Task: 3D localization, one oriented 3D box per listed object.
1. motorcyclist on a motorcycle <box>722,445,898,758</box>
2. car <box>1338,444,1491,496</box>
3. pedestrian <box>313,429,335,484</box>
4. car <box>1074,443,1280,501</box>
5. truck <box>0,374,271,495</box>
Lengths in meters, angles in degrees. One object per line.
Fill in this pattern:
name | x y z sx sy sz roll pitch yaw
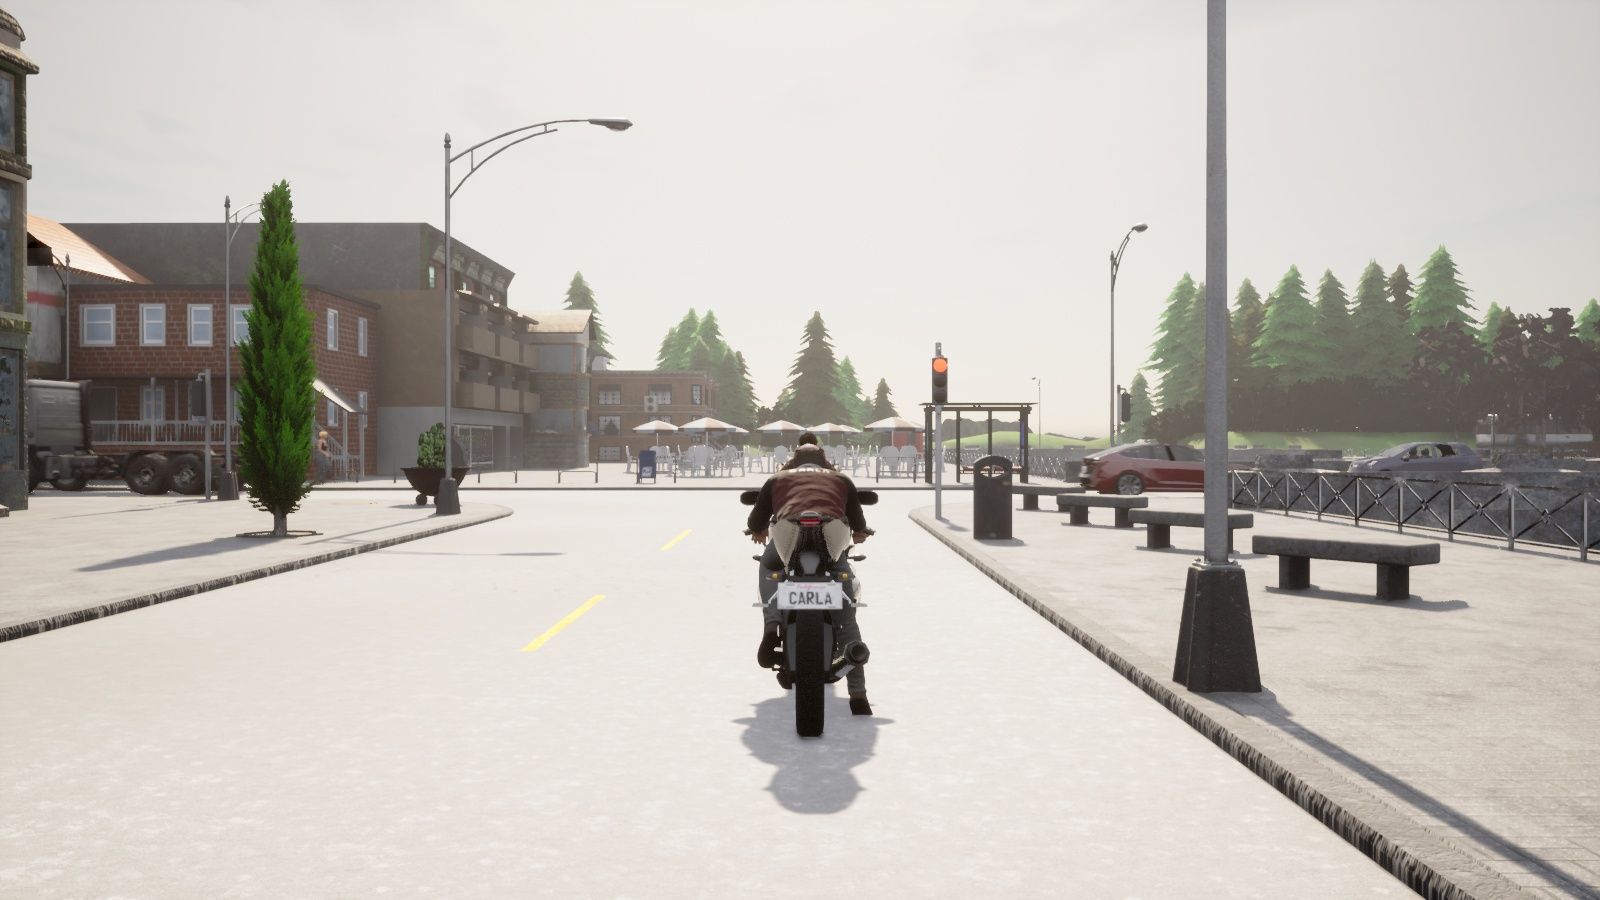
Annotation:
motorcyclist on a motorcycle | 0.054 0.740 7.268 0.866 1.530 2.191 0 0 0
car | 18.137 0.565 37.195 3.633 1.501 1.845 0 0 0
pedestrian | -15.921 0.207 41.970 0.594 1.836 0.345 0 0 9
car | 9.914 0.566 33.310 4.792 1.488 2.163 0 0 -2
truck | -20.340 -0.463 37.417 7.936 3.462 2.891 0 0 2
